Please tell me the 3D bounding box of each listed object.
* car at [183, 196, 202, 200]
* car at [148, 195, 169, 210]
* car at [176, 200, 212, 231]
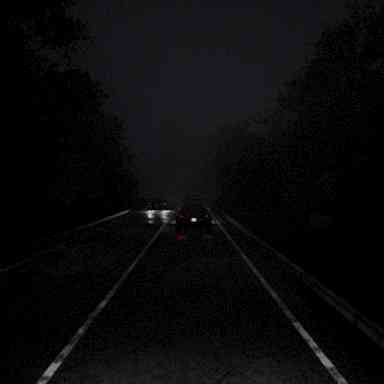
[{"bbox_3d":[0.097,1.154,35.980,2.128,1.511,4.902,0,1,0],"label":"car"},{"bbox_3d":[-3.598,1.162,36.435,1.837,1.490,4.892,0,1,0],"label":"car"},{"bbox_3d":[0.098,1.403,19.397,1.994,1.385,4.181,0,1,0],"label":"car"}]
